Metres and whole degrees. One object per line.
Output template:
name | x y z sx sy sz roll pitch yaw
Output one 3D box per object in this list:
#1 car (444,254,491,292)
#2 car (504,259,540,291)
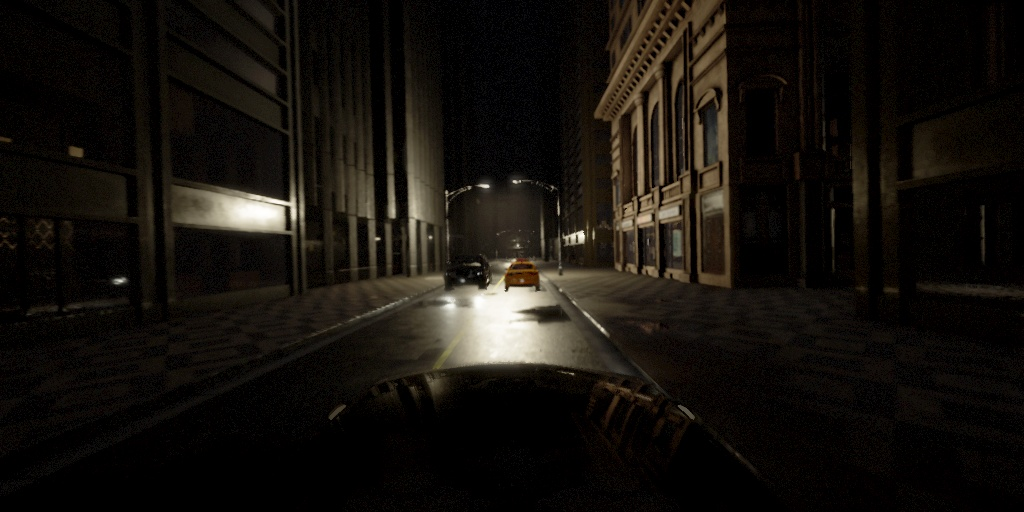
car | -2.483 0.893 21.253 2.150 2.045 5.566 -1 0 2
car | 0.584 1.076 20.628 1.882 1.535 5.008 -1 1 2
